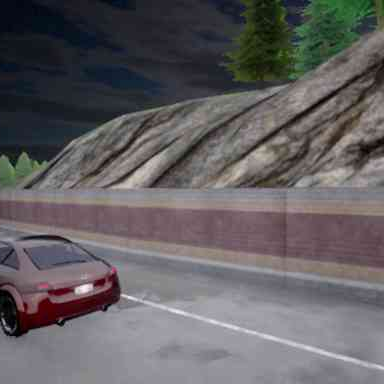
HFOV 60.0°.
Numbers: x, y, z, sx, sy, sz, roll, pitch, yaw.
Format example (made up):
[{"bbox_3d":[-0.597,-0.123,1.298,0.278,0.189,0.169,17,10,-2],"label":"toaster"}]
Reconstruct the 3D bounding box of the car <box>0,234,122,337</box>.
[{"bbox_3d":[-3.351,1.571,6.753,4.181,1.385,1.994,0,0,39],"label":"car"}]
